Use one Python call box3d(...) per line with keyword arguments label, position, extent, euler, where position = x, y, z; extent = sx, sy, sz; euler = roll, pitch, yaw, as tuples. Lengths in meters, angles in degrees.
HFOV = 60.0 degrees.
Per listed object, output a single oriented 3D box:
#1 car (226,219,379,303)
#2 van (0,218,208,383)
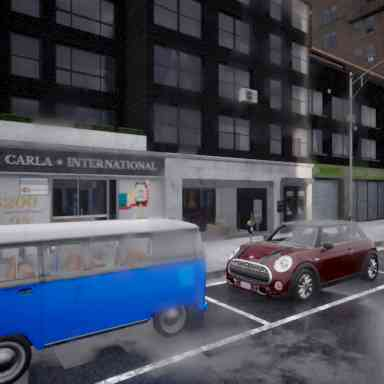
box3d(label="car", position=(2.751, 1.440, 8.160), extent=(4.097, 1.590, 1.967), euler=(0, 0, -36))
box3d(label="van", position=(-1.651, 1.341, 5.011), extent=(3.998, 1.788, 1.690), euler=(0, 0, -36))
